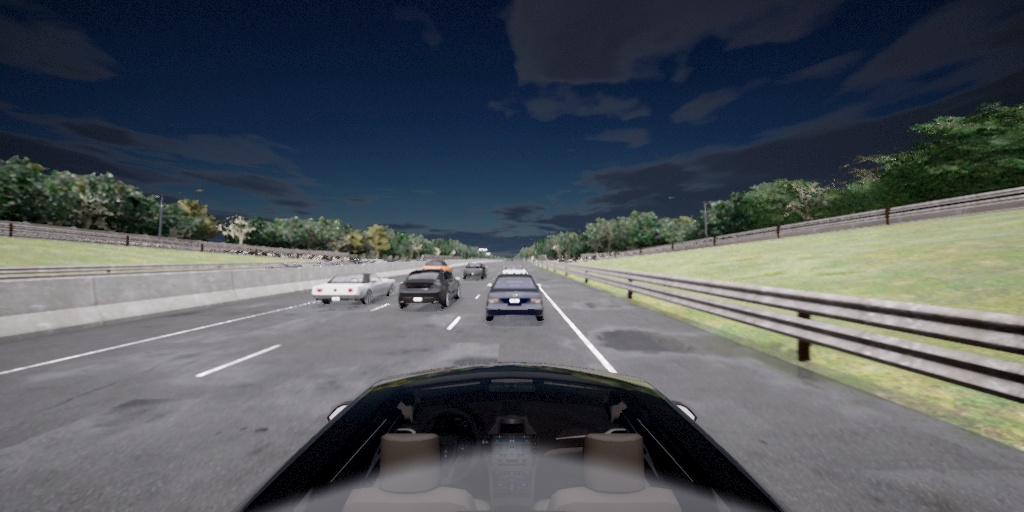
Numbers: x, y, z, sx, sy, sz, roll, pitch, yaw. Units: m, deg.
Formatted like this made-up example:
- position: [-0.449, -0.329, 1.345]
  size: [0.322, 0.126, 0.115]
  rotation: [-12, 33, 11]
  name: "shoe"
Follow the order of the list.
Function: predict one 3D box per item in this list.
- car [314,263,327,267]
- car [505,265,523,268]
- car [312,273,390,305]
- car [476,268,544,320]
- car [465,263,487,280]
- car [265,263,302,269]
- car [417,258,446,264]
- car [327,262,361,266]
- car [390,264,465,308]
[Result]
- position: [-20.985, 1.434, 40.293]
  size: [1.994, 1.385, 4.181]
  rotation: [0, 0, 0]
  name: "car"
- position: [0.165, 1.444, 31.591]
  size: [1.895, 1.301, 4.718]
  rotation: [0, 0, 0]
  name: "car"
- position: [-6.889, 1.396, 16.281]
  size: [1.895, 1.301, 4.718]
  rotation: [0, 0, 0]
  name: "car"
- position: [0.093, 1.332, 12.729]
  size: [2.033, 1.411, 5.357]
  rotation: [0, 0, 0]
  name: "car"
- position: [-3.328, 1.340, 33.229]
  size: [2.128, 1.511, 4.902]
  rotation: [0, 0, 0]
  name: "car"
- position: [-24.494, 1.467, 39.005]
  size: [1.895, 1.301, 4.718]
  rotation: [0, 0, 0]
  name: "car"
- position: [-6.830, 1.200, 33.014]
  size: [2.097, 1.767, 4.553]
  rotation: [0, 0, 0]
  name: "car"
- position: [-17.496, 1.370, 38.590]
  size: [1.837, 1.490, 4.892]
  rotation: [0, 0, 0]
  name: "car"
- position: [-3.396, 1.299, 15.391]
  size: [1.837, 1.490, 4.892]
  rotation: [0, 0, 0]
  name: "car"
